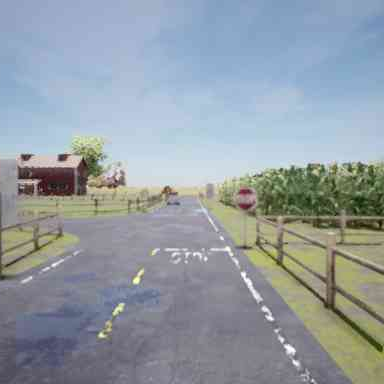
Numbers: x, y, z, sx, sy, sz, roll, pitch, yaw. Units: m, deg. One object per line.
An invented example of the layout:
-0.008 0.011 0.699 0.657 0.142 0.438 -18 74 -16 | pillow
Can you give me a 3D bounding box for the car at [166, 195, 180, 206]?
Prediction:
-2.738 1.257 48.629 1.812 1.442 4.674 0 2 0 | car
